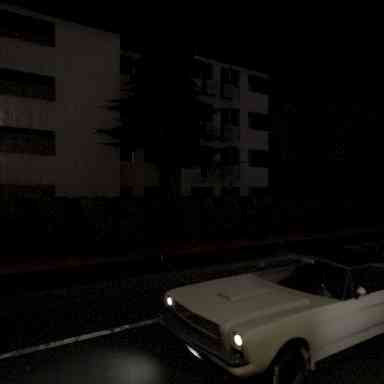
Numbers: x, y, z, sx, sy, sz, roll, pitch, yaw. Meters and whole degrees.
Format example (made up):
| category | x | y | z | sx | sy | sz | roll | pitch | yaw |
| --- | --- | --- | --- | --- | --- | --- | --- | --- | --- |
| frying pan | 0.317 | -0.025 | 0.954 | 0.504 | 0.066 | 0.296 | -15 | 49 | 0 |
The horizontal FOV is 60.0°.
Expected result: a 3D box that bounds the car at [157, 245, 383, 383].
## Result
| category | x | y | z | sx | sy | sz | roll | pitch | yaw |
| --- | --- | --- | --- | --- | --- | --- | --- | --- | --- |
| car | 1.882 | 1.601 | 5.173 | 4.718 | 1.301 | 1.895 | 0 | 0 | -33 |
